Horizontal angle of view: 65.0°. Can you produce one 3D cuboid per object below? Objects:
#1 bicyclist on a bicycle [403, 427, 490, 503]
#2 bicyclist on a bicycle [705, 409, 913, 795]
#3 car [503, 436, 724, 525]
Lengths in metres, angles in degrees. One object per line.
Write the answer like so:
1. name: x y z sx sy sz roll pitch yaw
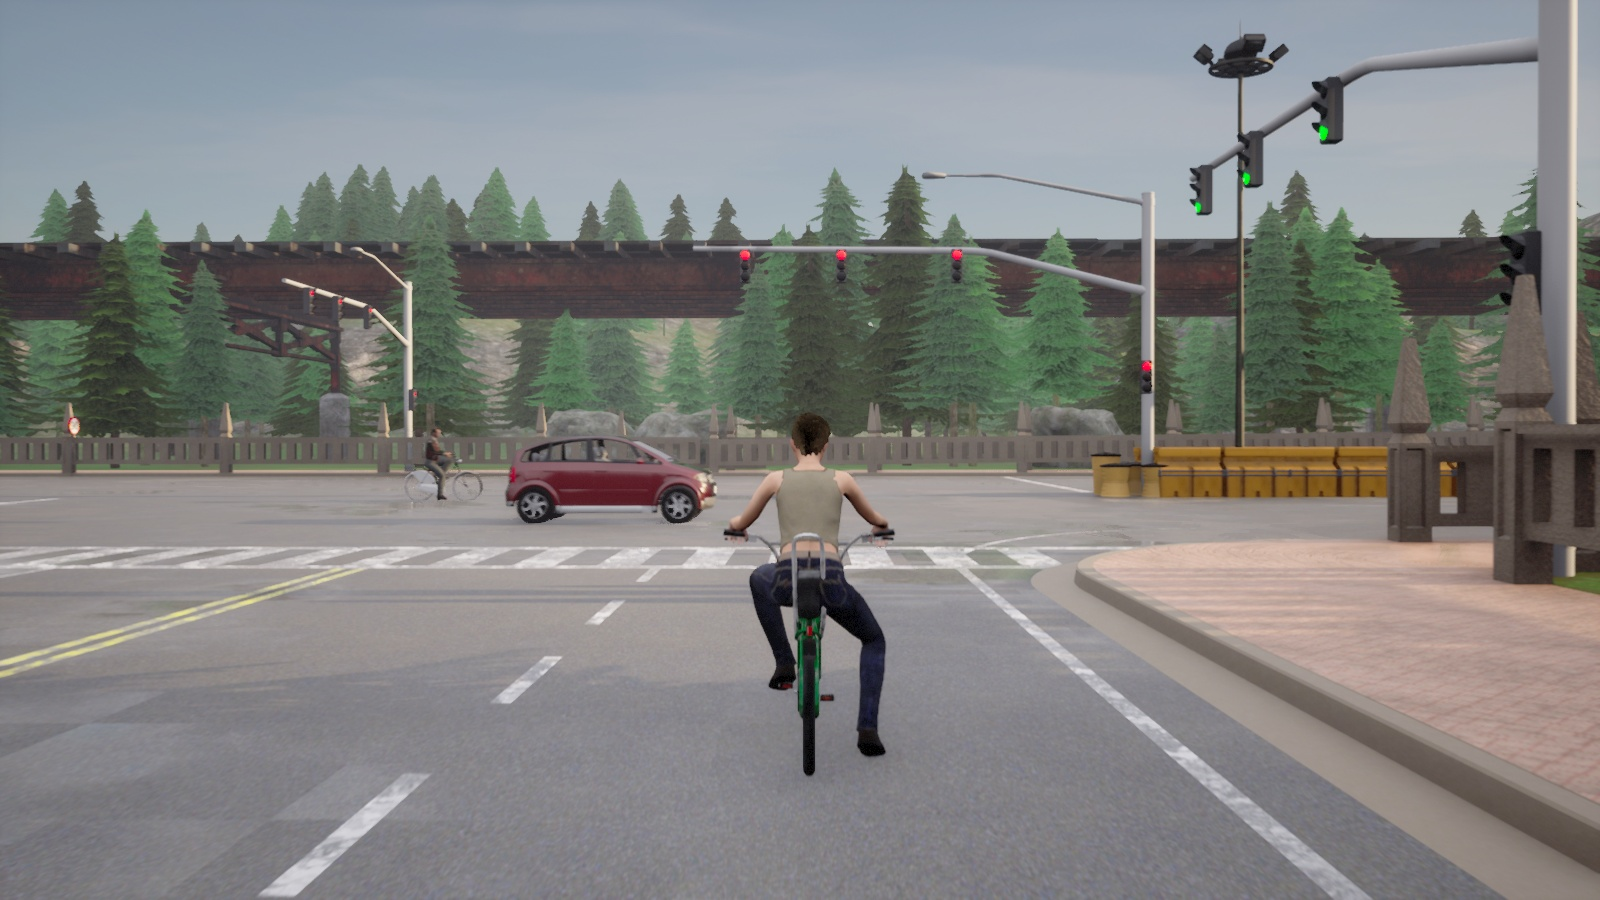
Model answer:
1. bicyclist on a bicycle: -8.328 0.343 29.634 1.843 1.776 0.659 0 1 1
2. bicyclist on a bicycle: 0.044 0.628 5.994 0.866 1.612 1.509 0 1 0
3. car: -3.274 0.518 22.583 3.705 1.549 1.789 0 1 1
